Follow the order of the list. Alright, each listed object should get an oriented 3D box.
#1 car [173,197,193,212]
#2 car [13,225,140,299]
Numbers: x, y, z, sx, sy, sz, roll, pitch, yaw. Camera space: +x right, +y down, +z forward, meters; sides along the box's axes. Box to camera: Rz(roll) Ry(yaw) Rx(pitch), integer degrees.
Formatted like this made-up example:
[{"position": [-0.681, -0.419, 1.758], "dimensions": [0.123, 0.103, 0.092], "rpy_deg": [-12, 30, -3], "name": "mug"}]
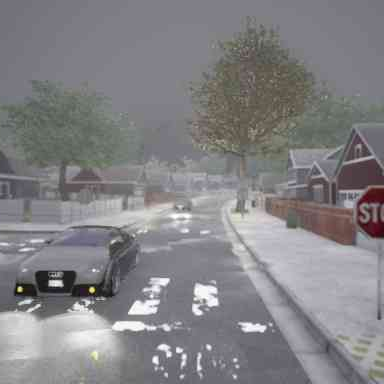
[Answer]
[{"position": [-0.936, 1.346, 36.363], "dimensions": [2.128, 1.511, 4.902], "rpy_deg": [0, 1, 5], "name": "car"}, {"position": [-2.591, 1.554, 8.421], "dimensions": [1.994, 1.385, 4.181], "rpy_deg": [0, 1, 1], "name": "car"}]
